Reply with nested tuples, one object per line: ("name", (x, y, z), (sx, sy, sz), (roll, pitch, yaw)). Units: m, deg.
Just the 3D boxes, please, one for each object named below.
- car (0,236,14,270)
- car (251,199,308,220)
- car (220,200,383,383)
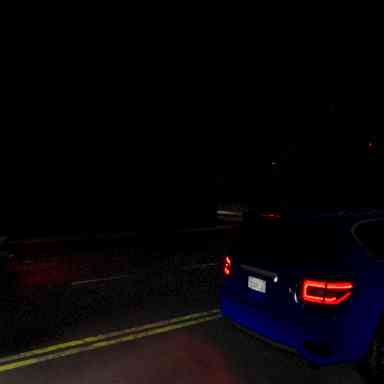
("car", (-6.769, 1.526, 7.669), (4.674, 1.442, 1.812), (0, 0, -35))
("car", (7.644, 1.478, 29.522), (1.882, 1.535, 5.008), (0, 0, -31))
("car", (3.043, 1.221, 5.526), (5.566, 2.045, 2.150), (0, 0, -33))
